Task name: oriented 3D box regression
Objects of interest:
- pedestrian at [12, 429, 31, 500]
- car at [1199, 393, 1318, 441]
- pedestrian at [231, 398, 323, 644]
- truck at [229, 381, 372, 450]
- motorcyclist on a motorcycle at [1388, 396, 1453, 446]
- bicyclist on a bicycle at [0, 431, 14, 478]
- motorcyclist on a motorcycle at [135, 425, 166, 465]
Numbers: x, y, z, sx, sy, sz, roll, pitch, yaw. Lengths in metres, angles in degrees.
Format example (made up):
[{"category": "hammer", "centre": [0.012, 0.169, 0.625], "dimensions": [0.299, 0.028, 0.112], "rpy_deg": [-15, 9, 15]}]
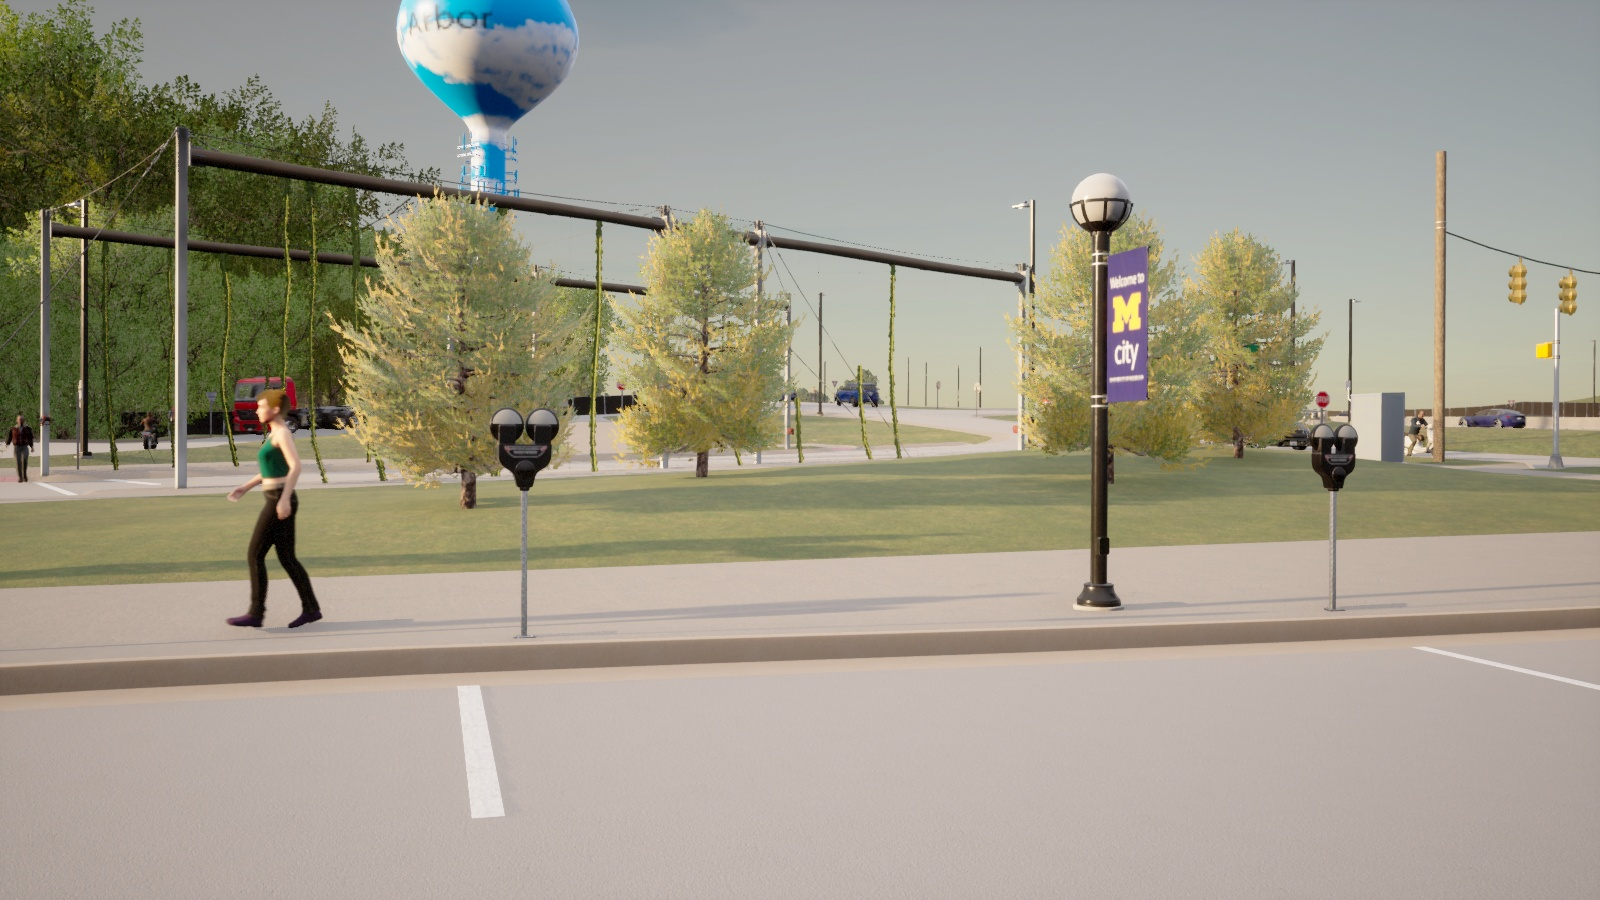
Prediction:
[{"category": "pedestrian", "centre": [-20.502, 0.384, 33.066], "dimensions": [0.376, 1.854, 0.720], "rpy_deg": [-1, 0, -31]}, {"category": "car", "centre": [17.805, -1.287, 49.000], "dimensions": [2.097, 1.767, 4.553], "rpy_deg": [-1, 2, -15]}, {"category": "pedestrian", "centre": [-3.996, 0.526, 9.615], "dimensions": [0.594, 1.836, 0.345], "rpy_deg": [-1, 0, -18]}, {"category": "truck", "centre": [-29.737, -2.148, 75.192], "dimensions": [2.891, 3.462, 7.936], "rpy_deg": [-1, 6, 25]}, {"category": "motorcyclist on a motorcycle", "centre": [20.240, -0.942, 40.988], "dimensions": [0.866, 1.590, 1.817], "rpy_deg": [-1, 2, -19]}, {"category": "bicyclist on a bicycle", "centre": [-28.463, 0.189, 43.749], "dimensions": [0.582, 1.620, 1.656], "rpy_deg": [-1, 3, 27]}, {"category": "motorcyclist on a motorcycle", "centre": [-28.048, -0.214, 54.259], "dimensions": [0.766, 1.649, 2.350], "rpy_deg": [-2, 1, -19]}]
